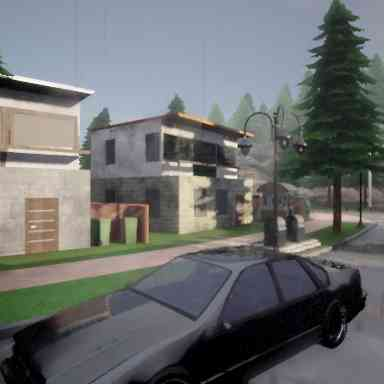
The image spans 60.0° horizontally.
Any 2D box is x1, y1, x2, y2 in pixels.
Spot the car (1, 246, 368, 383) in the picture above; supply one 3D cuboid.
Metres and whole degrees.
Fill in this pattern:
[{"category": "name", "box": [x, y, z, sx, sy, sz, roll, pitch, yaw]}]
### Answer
[{"category": "car", "box": [0.506, 1.549, 4.644, 5.357, 1.411, 2.033, 0, 0, -40]}]
